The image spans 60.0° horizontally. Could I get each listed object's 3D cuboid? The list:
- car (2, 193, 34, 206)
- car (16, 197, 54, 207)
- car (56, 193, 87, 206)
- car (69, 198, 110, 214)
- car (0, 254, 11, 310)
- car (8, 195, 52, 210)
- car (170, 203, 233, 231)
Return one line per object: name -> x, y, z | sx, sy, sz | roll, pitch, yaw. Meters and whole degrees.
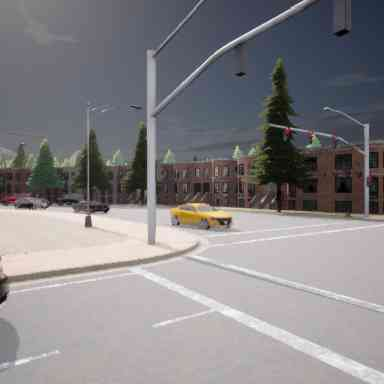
car -> -29.032, 1.221, 55.923 | 5.566, 2.045, 2.150 | 0, 0, 10
car -> -24.170, 1.547, 51.137 | 5.357, 1.411, 2.033 | 0, 0, 17
car -> -18.913, 1.221, 52.870 | 5.566, 2.045, 2.150 | 0, 0, 23
car -> -10.624, 1.601, 35.034 | 4.718, 1.301, 1.895 | 0, 0, 42
car -> -5.248, 1.491, 4.493 | 4.902, 1.511, 2.128 | 0, 0, -35
car -> -20.235, 1.492, 41.881 | 4.902, 1.511, 2.128 | 0, 0, 26
car -> 0.493, 1.477, 21.192 | 1.882, 1.535, 5.008 | 0, 0, -36
